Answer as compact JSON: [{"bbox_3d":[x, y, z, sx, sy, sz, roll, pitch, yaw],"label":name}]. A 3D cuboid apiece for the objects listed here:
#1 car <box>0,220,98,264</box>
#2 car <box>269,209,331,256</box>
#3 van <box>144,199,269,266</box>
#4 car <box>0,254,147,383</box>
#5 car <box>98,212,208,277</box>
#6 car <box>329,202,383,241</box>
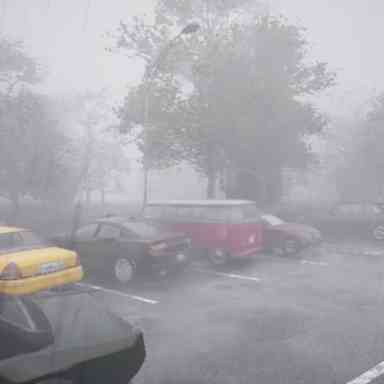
[{"bbox_3d":[-4.872,1.481,7.933,5.366,1.575,1.946,-1,0,34],"label":"car"},{"bbox_3d":[2.584,1.481,12.940,4.674,1.452,2.002,-1,-1,35],"label":"car"},{"bbox_3d":[0.041,1.232,11.309,4.442,1.987,1.878,-1,0,35],"label":"van"},{"bbox_3d":[-2.875,1.602,2.722,4.718,1.301,1.895,0,0,-35],"label":"car"},{"bbox_3d":[-2.289,1.469,9.534,5.008,1.535,2.097,-1,0,35],"label":"car"},{"bbox_3d":[7.508,1.280,16.280,4.553,1.767,2.185,-1,0,36],"label":"car"}]
